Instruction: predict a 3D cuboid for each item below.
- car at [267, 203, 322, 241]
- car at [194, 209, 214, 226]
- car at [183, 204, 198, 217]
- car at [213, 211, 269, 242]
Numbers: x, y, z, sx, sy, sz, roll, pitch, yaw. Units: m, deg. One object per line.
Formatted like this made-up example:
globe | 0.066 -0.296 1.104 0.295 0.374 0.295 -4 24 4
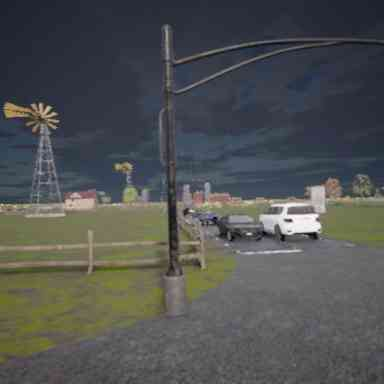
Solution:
car | 5.664 1.713 19.929 2.150 2.045 5.566 -2 -2 -4
car | 1.613 2.622 32.856 1.895 1.301 4.718 -2 -2 -6
car | -0.261 2.916 52.516 2.150 2.045 5.566 -2 -2 -5
car | 2.836 2.071 20.435 1.882 1.535 5.008 -2 -2 -6
